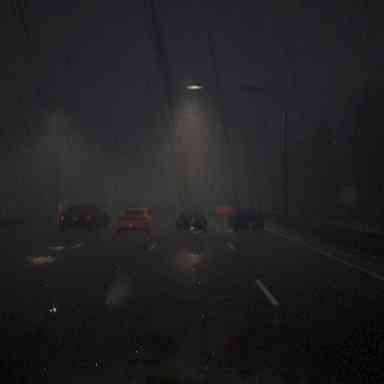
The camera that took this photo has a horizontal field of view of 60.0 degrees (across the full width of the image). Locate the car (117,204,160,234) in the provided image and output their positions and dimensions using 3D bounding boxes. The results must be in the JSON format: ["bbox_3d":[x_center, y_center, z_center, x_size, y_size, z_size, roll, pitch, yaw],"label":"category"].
[{"bbox_3d":[-3.479,1.770,21.557,1.882,1.535,5.008,0,-1,0],"label":"car"}]

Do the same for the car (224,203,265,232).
[{"bbox_3d":[3.527,1.779,22.284,1.882,1.535,5.008,0,0,0],"label":"car"}]

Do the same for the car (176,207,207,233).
[{"bbox_3d":[0.020,1.898,21.961,1.895,1.301,4.718,0,-1,1],"label":"car"}]

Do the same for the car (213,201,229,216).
[{"bbox_3d":[3.582,1.876,38.925,2.097,1.767,4.553,0,-1,0],"label":"car"}]

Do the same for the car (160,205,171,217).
[{"bbox_3d":[-3.425,2.107,37.525,1.895,1.301,4.718,0,-1,0],"label":"car"}]

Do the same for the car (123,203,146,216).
[{"bbox_3d":[-6.909,2.111,40.508,1.994,1.385,4.181,0,-1,0],"label":"car"}]

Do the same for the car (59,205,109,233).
[{"bbox_3d":[-6.976,1.649,22.012,2.097,1.767,4.553,0,-1,0],"label":"car"}]

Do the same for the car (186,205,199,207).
[{"bbox_3d":[0.076,2.110,37.709,1.895,1.301,4.718,0,-1,0],"label":"car"}]
